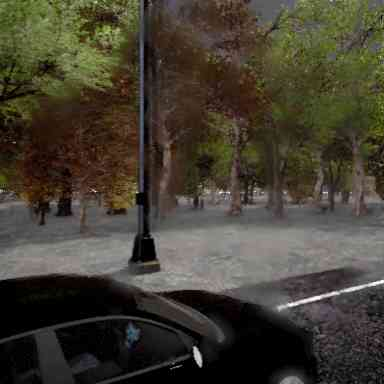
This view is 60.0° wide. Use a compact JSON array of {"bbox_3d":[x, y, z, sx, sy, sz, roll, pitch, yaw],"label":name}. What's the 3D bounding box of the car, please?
[{"bbox_3d":[-1.015,1.478,2.761,5.008,1.535,1.882,0,0,-34],"label":"car"}]
